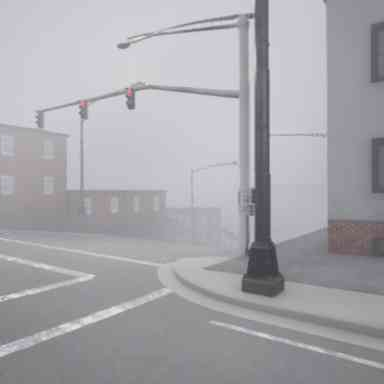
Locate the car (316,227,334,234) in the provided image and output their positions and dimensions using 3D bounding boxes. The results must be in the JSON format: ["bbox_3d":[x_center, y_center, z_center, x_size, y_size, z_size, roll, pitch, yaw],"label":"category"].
[{"bbox_3d":[32.474,9.415,81.301,1.853,1.218,4.536,0,0,-11],"label":"car"}]

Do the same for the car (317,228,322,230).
[{"bbox_3d":[32.484,9.572,81.250,2.038,1.542,4.974,0,0,-11],"label":"car"}]
